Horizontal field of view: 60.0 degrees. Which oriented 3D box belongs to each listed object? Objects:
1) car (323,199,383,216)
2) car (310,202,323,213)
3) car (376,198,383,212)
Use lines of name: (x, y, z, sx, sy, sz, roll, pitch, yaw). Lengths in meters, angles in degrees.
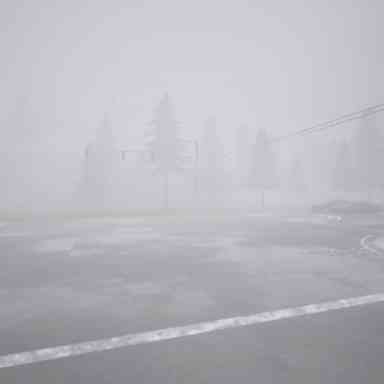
car: (16.104, 1.560, 32.705, 5.357, 1.411, 2.033, 0, 0, -16)
car: (15.280, 1.509, 36.102, 5.008, 1.535, 1.882, 0, 0, -16)
car: (24.194, 1.471, 38.631, 4.902, 1.511, 2.128, 0, 0, -16)
